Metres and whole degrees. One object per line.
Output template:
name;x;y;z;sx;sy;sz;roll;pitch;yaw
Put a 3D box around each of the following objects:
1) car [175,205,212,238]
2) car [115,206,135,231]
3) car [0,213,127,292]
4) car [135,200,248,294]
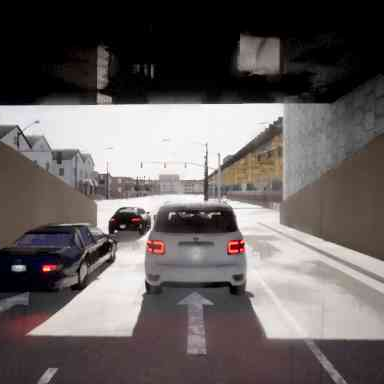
car;0.059;1.525;18.475;1.812;1.442;4.674;0;0;0
car;-3.401;1.525;18.637;1.812;1.442;4.674;0;0;0
car;-3.408;1.547;9.047;2.033;1.411;5.357;0;0;0
car;0.083;1.221;8.911;2.150;2.045;5.566;0;0;0
